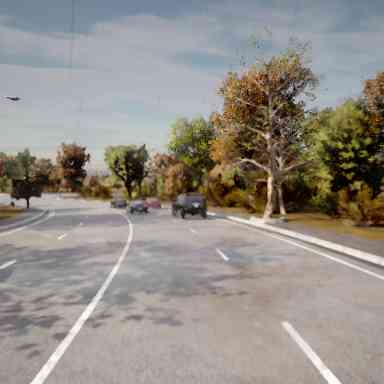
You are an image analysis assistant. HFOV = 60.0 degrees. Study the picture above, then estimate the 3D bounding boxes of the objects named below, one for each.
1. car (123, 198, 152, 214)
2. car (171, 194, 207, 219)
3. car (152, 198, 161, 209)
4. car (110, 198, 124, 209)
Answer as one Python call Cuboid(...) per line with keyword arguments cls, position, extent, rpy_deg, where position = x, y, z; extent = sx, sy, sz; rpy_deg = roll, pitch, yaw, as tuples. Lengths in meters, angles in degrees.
Cuboid(cls="car", position=(-6.022, 1.568, 36.242), extent=(1.812, 1.442, 4.674), rpy_deg=(-1, 0, -18))
Cuboid(cls="car", position=(-0.324, 1.181, 29.201), extent=(2.150, 2.045, 5.566), rpy_deg=(-1, 1, -15))
Cuboid(cls="car", position=(-5.535, 1.513, 45.135), extent=(1.812, 1.442, 4.674), rpy_deg=(-2, 0, -21))
Cuboid(cls="car", position=(-10.798, 1.597, 48.656), extent=(2.128, 1.511, 4.902), rpy_deg=(-2, 0, -24))
